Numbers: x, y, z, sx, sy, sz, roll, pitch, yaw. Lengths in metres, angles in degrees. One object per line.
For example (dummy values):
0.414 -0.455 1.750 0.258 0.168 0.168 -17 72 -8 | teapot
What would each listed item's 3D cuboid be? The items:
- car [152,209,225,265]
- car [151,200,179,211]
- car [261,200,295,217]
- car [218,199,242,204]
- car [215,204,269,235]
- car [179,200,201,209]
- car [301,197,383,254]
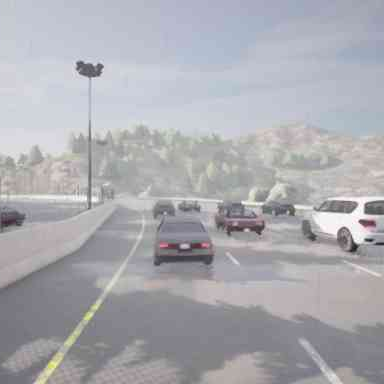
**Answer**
-0.382 1.545 11.683 2.033 1.411 5.357 0 0 -4 | car
-2.615 1.503 30.102 1.837 1.490 4.892 0 0 -10 | car
7.875 1.477 30.953 1.837 1.490 4.892 0 0 -9 | car
3.873 1.486 33.583 1.837 1.490 4.892 0 0 -10 | car
2.499 1.590 18.624 1.895 1.301 4.718 0 0 -6 | car
-0.395 1.591 37.297 1.895 1.301 4.718 0 0 -11 | car
6.479 1.202 13.644 2.150 2.045 5.566 0 0 -4 | car
